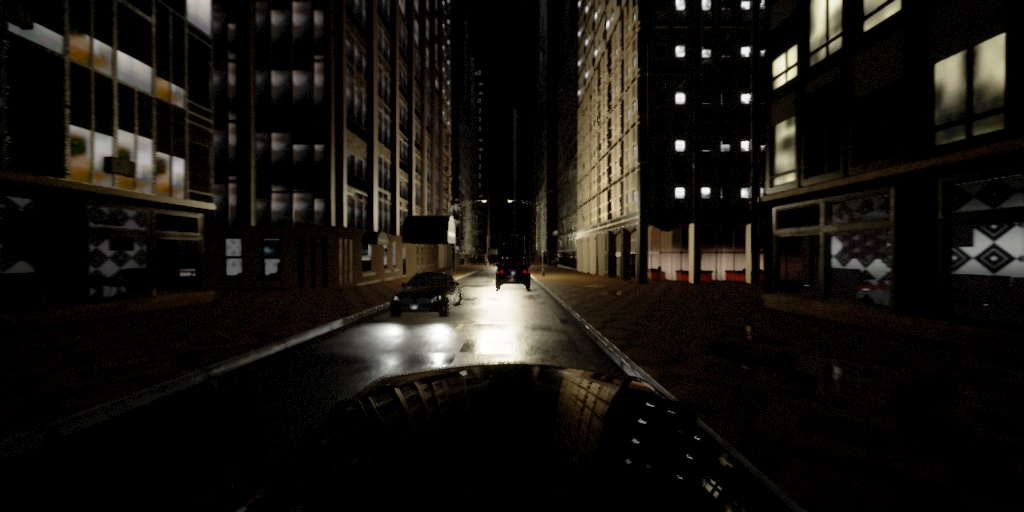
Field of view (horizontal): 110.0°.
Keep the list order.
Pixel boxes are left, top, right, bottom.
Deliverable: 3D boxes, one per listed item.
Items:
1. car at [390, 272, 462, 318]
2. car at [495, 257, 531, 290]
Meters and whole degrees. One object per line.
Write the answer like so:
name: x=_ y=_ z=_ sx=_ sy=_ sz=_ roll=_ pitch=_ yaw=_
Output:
car: x=-3.022 y=1.338 z=13.469 sx=1.812 sy=1.442 sz=4.674 roll=0 pitch=-1 yaw=0
car: x=0.078 y=1.095 z=23.760 sx=2.150 sy=2.045 sz=5.566 roll=0 pitch=0 yaw=0
